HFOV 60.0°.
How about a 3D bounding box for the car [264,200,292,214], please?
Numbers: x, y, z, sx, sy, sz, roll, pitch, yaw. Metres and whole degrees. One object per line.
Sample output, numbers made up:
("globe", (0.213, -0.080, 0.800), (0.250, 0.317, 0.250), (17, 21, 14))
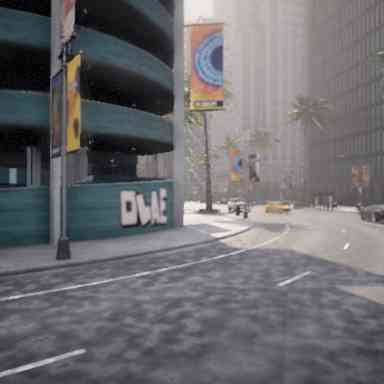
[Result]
("car", (11.546, 2.113, 44.810), (1.882, 1.535, 5.008), (0, -1, -13))

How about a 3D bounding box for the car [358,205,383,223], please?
("car", (16.690, 1.926, 30.016), (1.837, 1.490, 4.892), (0, -1, 5))

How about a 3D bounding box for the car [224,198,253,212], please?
("car", (7.006, 1.922, 49.055), (2.150, 2.045, 5.566), (0, -1, -13))

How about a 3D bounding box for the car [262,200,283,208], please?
("car", (16.495, 2.445, 68.081), (2.231, 1.521, 4.892), (0, -1, -13))
